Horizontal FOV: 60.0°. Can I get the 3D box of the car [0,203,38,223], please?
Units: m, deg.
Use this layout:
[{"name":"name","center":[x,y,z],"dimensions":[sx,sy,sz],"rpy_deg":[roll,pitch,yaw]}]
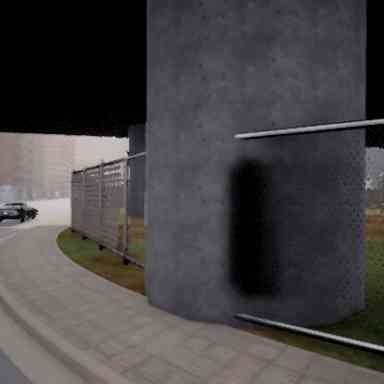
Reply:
[{"name":"car","center":[-13.591,1.561,25.913],"dimensions":[2.033,1.411,5.357],"rpy_deg":[0,0,-11]}]
